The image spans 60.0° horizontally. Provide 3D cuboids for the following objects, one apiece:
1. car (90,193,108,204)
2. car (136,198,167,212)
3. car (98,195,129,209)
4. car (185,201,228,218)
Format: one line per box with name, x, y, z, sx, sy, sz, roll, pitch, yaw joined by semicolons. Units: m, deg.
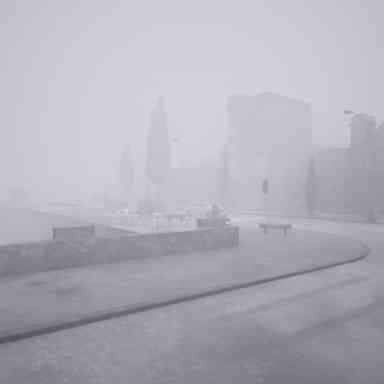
car;-17.303;1.232;62.516;2.150;2.045;5.566;0;0;-36
car;-4.647;1.513;37.611;1.837;1.490;4.892;0;0;-36
car;-10.637;1.556;46.019;2.033;1.411;5.357;0;0;-36
car;1.167;1.534;29.477;1.812;1.442;4.674;0;0;-36
